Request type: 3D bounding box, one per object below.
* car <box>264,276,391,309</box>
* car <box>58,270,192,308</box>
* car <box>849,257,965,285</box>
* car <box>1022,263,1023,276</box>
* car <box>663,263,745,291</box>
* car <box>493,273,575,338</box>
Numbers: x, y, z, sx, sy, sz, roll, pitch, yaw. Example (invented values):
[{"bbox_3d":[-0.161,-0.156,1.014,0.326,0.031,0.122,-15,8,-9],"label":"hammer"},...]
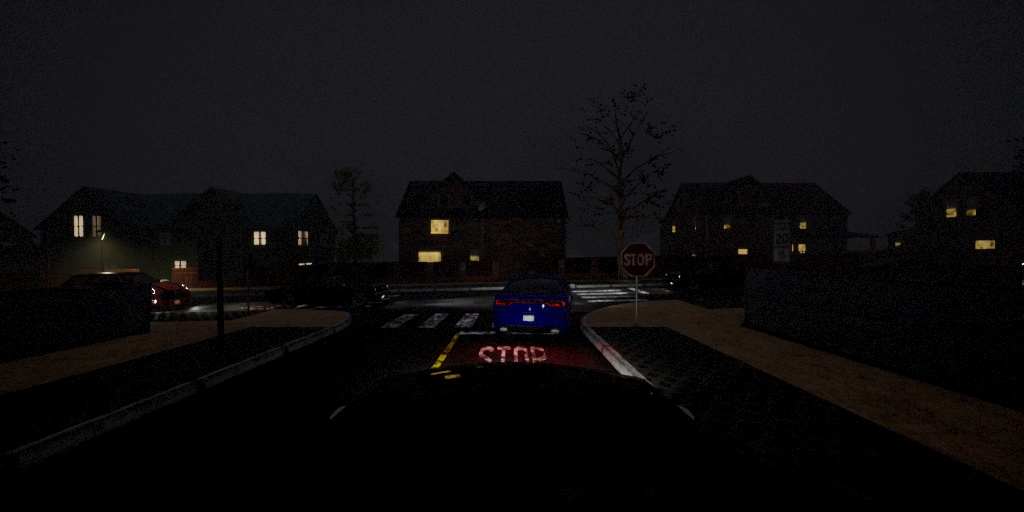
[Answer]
[{"bbox_3d":[-7.810,1.506,15.579,4.718,1.301,1.895,-1,1,0],"label":"car"},{"bbox_3d":[-16.798,1.472,15.572,4.553,1.767,2.097,-1,1,0],"label":"car"},{"bbox_3d":[20.057,0.753,18.541,5.357,1.411,2.033,-1,1,0],"label":"car"},{"bbox_3d":[29.567,0.335,18.532,4.553,1.767,2.097,-1,1,0],"label":"car"},{"bbox_3d":[10.412,1.034,18.505,4.718,1.301,1.895,-1,1,-1],"label":"car"},{"bbox_3d":[0.787,1.227,10.371,1.882,1.535,5.008,0,0,10],"label":"car"}]
